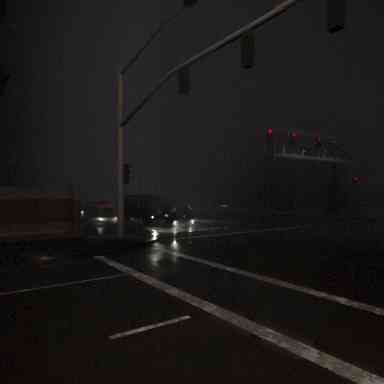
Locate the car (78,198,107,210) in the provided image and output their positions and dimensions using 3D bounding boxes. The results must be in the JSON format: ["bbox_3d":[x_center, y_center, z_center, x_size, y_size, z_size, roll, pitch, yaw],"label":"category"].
[{"bbox_3d":[-13.364,1.547,44.531,2.033,1.411,5.357,0,0,-36],"label":"car"}]

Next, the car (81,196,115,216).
[{"bbox_3d":[-9.095,1.478,32.574,1.882,1.535,5.008,0,0,-36],"label":"car"}]

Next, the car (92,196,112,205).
[{"bbox_3d":[-16.791,1.478,61.630,1.882,1.535,5.008,0,0,-36],"label":"car"}]

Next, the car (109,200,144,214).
[{"bbox_3d":[-7.161,1.601,35.880,1.895,1.301,4.718,0,0,-36],"label":"car"}]

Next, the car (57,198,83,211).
[{"bbox_3d":[-15.090,1.526,40.941,1.812,1.442,4.674,0,0,-35],"label":"car"}]

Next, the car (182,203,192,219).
[{"bbox_3d":[-1.918,1.352,28.581,2.097,1.767,4.553,0,0,-36],"label":"car"}]

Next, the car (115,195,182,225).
[{"bbox_3d":[-3.334,1.222,24.549,2.150,2.045,5.566,0,0,-36],"label":"car"}]
